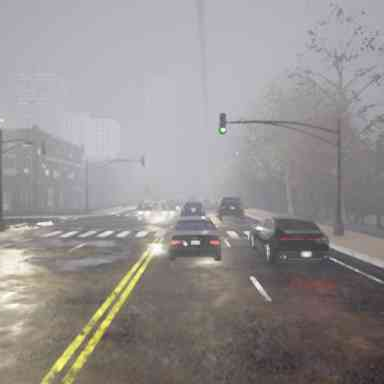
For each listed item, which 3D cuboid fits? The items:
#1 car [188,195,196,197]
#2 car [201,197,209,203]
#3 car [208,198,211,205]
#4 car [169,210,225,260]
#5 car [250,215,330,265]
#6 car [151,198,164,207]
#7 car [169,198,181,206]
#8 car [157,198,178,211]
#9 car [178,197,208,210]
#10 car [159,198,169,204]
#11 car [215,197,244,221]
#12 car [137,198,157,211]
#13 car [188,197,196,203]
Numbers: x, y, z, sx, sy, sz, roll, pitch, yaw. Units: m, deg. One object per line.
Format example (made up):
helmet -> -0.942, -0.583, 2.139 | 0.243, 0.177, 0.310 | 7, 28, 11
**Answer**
car -> -0.001, 1.755, 73.737 | 2.150, 2.045, 5.566 | 0, 0, 0
car -> 3.250, 1.996, 84.124 | 1.994, 1.385, 4.181 | 0, 0, 0
car -> 3.249, 2.054, 73.704 | 2.128, 1.511, 4.902 | 0, 0, 0
car -> 0.100, 1.644, 12.878 | 2.033, 1.411, 5.357 | 0, 0, 0
car -> 3.350, 1.595, 12.121 | 1.837, 1.490, 4.892 | 0, -1, 0
car -> -6.529, 1.936, 62.632 | 1.882, 1.535, 5.008 | 0, 0, 1
car -> -3.249, 1.976, 66.195 | 2.128, 1.511, 4.902 | 0, 0, 0
car -> -3.333, 1.839, 47.389 | 2.128, 1.511, 4.902 | 0, 0, 0
car -> 0.101, 1.573, 29.652 | 2.097, 1.767, 4.553 | 0, 0, 0
car -> -6.497, 2.107, 78.099 | 1.994, 1.385, 4.181 | 0, 0, 0
car -> 3.352, 1.446, 30.191 | 2.150, 2.045, 5.566 | 0, 0, 0
car -> -6.580, 1.838, 47.345 | 2.128, 1.511, 4.902 | 0, 0, 0
car -> 0.000, 1.943, 84.124 | 1.837, 1.490, 4.892 | 0, 0, 0
